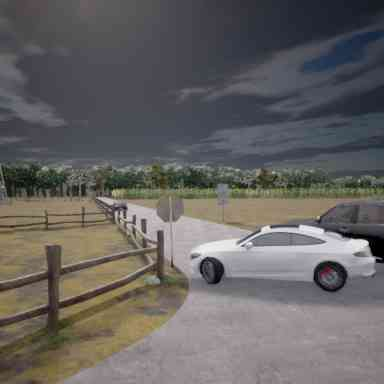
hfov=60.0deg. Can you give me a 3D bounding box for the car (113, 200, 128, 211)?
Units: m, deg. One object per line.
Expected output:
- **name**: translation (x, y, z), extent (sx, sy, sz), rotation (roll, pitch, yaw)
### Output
- **car**: translation (-10.749, 1.976, 49.474), extent (2.033, 1.411, 5.357), rotation (-2, 0, -18)

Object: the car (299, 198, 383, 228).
- **car**: translation (5.100, 1.223, 9.781), extent (2.150, 2.045, 5.566), rotation (-2, 0, -39)

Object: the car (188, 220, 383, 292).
- **car**: translation (2.212, 1.612, 8.854), extent (4.674, 1.442, 1.812), rotation (-2, 0, 18)
